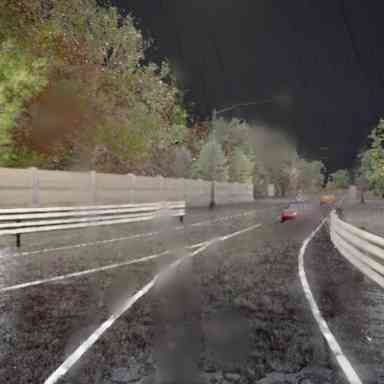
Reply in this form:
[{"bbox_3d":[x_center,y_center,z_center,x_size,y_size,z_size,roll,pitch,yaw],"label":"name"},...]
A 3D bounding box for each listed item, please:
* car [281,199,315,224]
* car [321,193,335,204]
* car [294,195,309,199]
[{"bbox_3d":[7.793,1.440,24.185,1.994,1.385,4.181,1,1,25],"label":"car"},{"bbox_3d":[24.042,1.133,58.841,2.097,1.767,4.553,1,1,25],"label":"car"},{"bbox_3d":[17.812,1.212,53.955,2.128,1.511,4.902,2,1,26],"label":"car"}]
